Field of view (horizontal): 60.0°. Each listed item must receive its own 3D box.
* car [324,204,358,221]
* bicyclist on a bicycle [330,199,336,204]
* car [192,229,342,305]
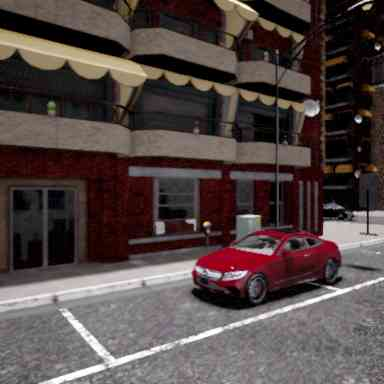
[{"bbox_3d":[12.880,1.829,31.082,2.128,1.511,4.902,0,-1,-36],"label":"car"},{"bbox_3d":[17.048,1.719,40.192,1.656,1.620,0.582,0,-1,-36],"label":"bicyclist on a bicycle"},{"bbox_3d":[1.961,1.587,8.023,4.206,1.307,1.802,0,0,-36],"label":"car"}]
